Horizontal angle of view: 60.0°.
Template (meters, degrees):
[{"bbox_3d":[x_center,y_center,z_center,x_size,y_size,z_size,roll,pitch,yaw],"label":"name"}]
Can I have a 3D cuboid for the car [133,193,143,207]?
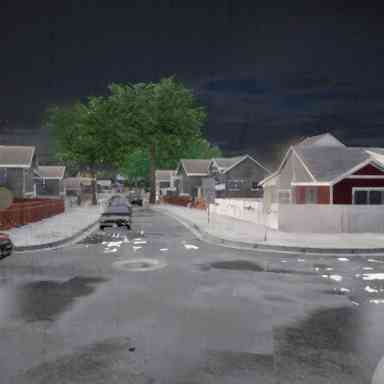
[{"bbox_3d":[-8.912,1.192,51.013,2.150,2.045,5.566,0,0,-16],"label":"car"}]

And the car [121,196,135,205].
[{"bbox_3d":[-11.758,1.460,60.968,2.128,1.511,4.902,0,0,-15],"label":"car"}]

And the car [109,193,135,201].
[{"bbox_3d":[-7.476,1.345,35.201,2.097,1.767,4.553,0,0,-14],"label":"car"}]

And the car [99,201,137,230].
[{"bbox_3d":[-4.794,1.545,21.497,2.033,1.411,5.357,0,0,-9],"label":"car"}]

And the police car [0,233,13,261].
[{"bbox_3d":[-7.727,1.425,8.915,4.974,1.542,2.038,2,1,-6],"label":"police car"}]

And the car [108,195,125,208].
[{"bbox_3d":[-10.788,1.341,47.548,2.097,1.767,4.553,0,0,-16],"label":"car"}]
